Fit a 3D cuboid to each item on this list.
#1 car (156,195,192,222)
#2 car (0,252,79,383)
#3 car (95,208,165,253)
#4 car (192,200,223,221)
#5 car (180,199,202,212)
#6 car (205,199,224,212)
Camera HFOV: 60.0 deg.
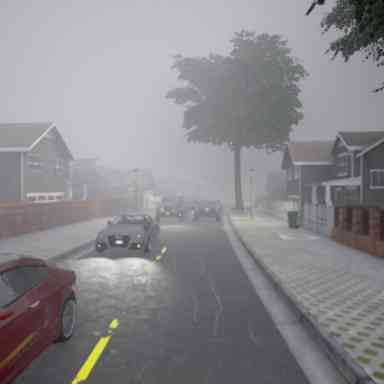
[{"bbox_3d":[-1.572,1.299,27.695,2.150,2.045,5.566,0,-1,5],"label":"car"},{"bbox_3d":[-2.774,1.533,3.781,1.812,1.442,4.674,0,0,1],"label":"car"},{"bbox_3d":[-2.488,1.595,13.752,1.994,1.385,4.181,0,0,3],"label":"car"},{"bbox_3d":[1.351,1.431,28.208,2.097,1.767,4.553,0,0,5],"label":"car"},{"bbox_3d":[-0.047,1.677,42.091,2.033,1.411,5.357,0,0,7],"label":"car"},{"bbox_3d":[2.975,1.688,43.147,2.033,1.411,5.357,0,0,8],"label":"car"}]
